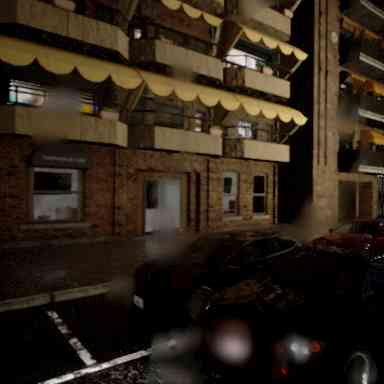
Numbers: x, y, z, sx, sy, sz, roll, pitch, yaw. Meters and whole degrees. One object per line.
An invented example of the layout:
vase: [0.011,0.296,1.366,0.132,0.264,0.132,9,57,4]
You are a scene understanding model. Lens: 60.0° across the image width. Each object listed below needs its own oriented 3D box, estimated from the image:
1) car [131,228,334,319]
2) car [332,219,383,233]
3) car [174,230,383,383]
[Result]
car: [0.841,1.542,7.105,4.313,1.339,1.947,0,1,-36]
car: [5.355,1.529,10.330,4.206,1.307,1.802,0,1,-36]
car: [2.080,1.541,4.866,4.181,1.385,1.994,0,0,-36]
